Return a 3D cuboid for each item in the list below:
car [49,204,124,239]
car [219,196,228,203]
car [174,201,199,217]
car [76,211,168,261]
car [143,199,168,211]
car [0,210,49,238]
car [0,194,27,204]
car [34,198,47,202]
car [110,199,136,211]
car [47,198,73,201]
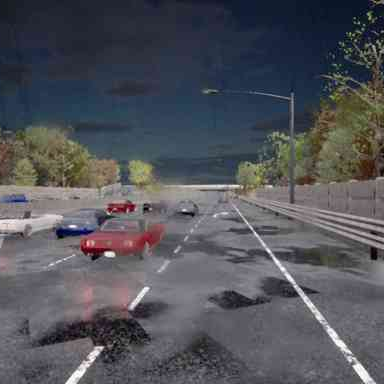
[{"bbox_3d":[-5.318,1.564,17.374,1.994,1.385,4.181,0,0,5],"label":"car"},{"bbox_3d":[6.377,1.541,67.743,2.128,1.511,4.902,0,0,5],"label":"car"},{"bbox_3d":[-0.478,1.566,31.381,1.994,1.385,4.181,0,0,5],"label":"car"},{"bbox_3d":[-2.280,1.600,12.333,1.895,1.301,4.718,0,0,5],"label":"car"},{"bbox_3d":[-3.707,1.481,34.421,1.882,1.535,5.008,0,0,5],"label":"car"},{"bbox_3d":[-8.805,1.600,17.682,1.895,1.301,4.718,0,0,5],"label":"car"},{"bbox_3d":[-24.112,1.228,43.814,2.150,2.045,5.566,0,0,5],"label":"car"},{"bbox_3d":[-20.378,1.557,46.128,2.033,1.411,5.357,0,0,5],"label":"car"},{"bbox_3d":[-7.206,1.481,34.598,1.882,1.535,5.008,0,0,5],"label":"car"},{"bbox_3d":[-17.010,1.534,44.551,1.812,1.442,4.674,0,0,5],"label":"car"}]
